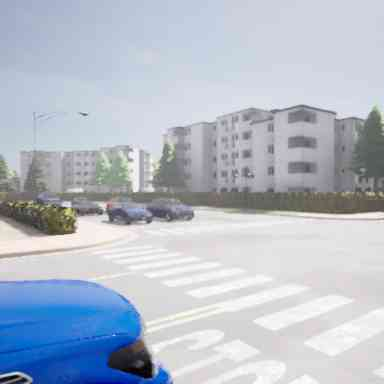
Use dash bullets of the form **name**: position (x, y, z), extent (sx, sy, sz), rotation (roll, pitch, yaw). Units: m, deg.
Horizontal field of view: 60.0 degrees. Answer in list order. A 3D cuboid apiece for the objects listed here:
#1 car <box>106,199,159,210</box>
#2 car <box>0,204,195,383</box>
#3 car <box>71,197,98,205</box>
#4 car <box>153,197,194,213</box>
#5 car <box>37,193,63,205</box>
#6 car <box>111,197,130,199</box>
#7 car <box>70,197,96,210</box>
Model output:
- **car**: position (-4.535, 1.472, 23.962), extent (1.812, 1.442, 4.674), rotation (0, 0, -36)
- **car**: position (-2.803, 1.229, 1.774), extent (5.566, 2.045, 2.150), rotation (0, 0, -35)
- **car**: position (-9.895, 1.510, 31.478), extent (1.994, 1.385, 4.181), rotation (0, 0, -34)
- **car**: position (-1.746, 1.280, 26.082), extent (2.097, 1.767, 4.553), rotation (0, 0, -36)
- **car**: position (-18.851, 1.164, 43.924), extent (2.150, 2.045, 5.566), rotation (0, 1, -37)
- **car**: position (-6.932, 1.281, 33.321), extent (2.097, 1.767, 4.553), rotation (0, 0, -36)
- **car**: position (-14.392, 1.433, 43.697), extent (1.837, 1.490, 4.892), rotation (0, 0, -36)
